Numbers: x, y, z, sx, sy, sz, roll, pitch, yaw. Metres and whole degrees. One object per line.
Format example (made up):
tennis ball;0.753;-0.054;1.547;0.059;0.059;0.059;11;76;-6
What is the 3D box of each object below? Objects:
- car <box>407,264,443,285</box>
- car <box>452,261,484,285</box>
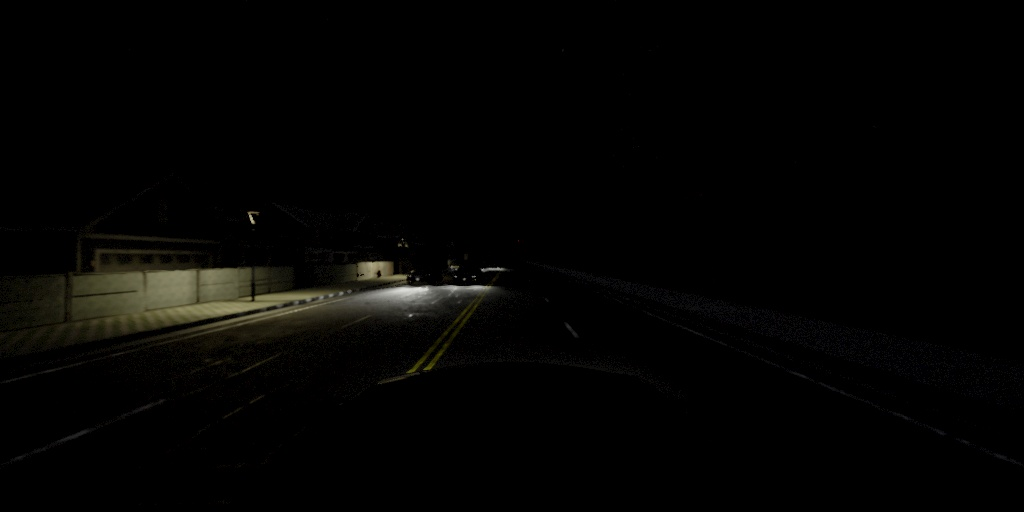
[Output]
car;-6.581;1.369;27.468;2.128;1.511;4.902;0;0;0
car;-3.331;1.383;27.429;1.837;1.490;4.892;0;0;0
